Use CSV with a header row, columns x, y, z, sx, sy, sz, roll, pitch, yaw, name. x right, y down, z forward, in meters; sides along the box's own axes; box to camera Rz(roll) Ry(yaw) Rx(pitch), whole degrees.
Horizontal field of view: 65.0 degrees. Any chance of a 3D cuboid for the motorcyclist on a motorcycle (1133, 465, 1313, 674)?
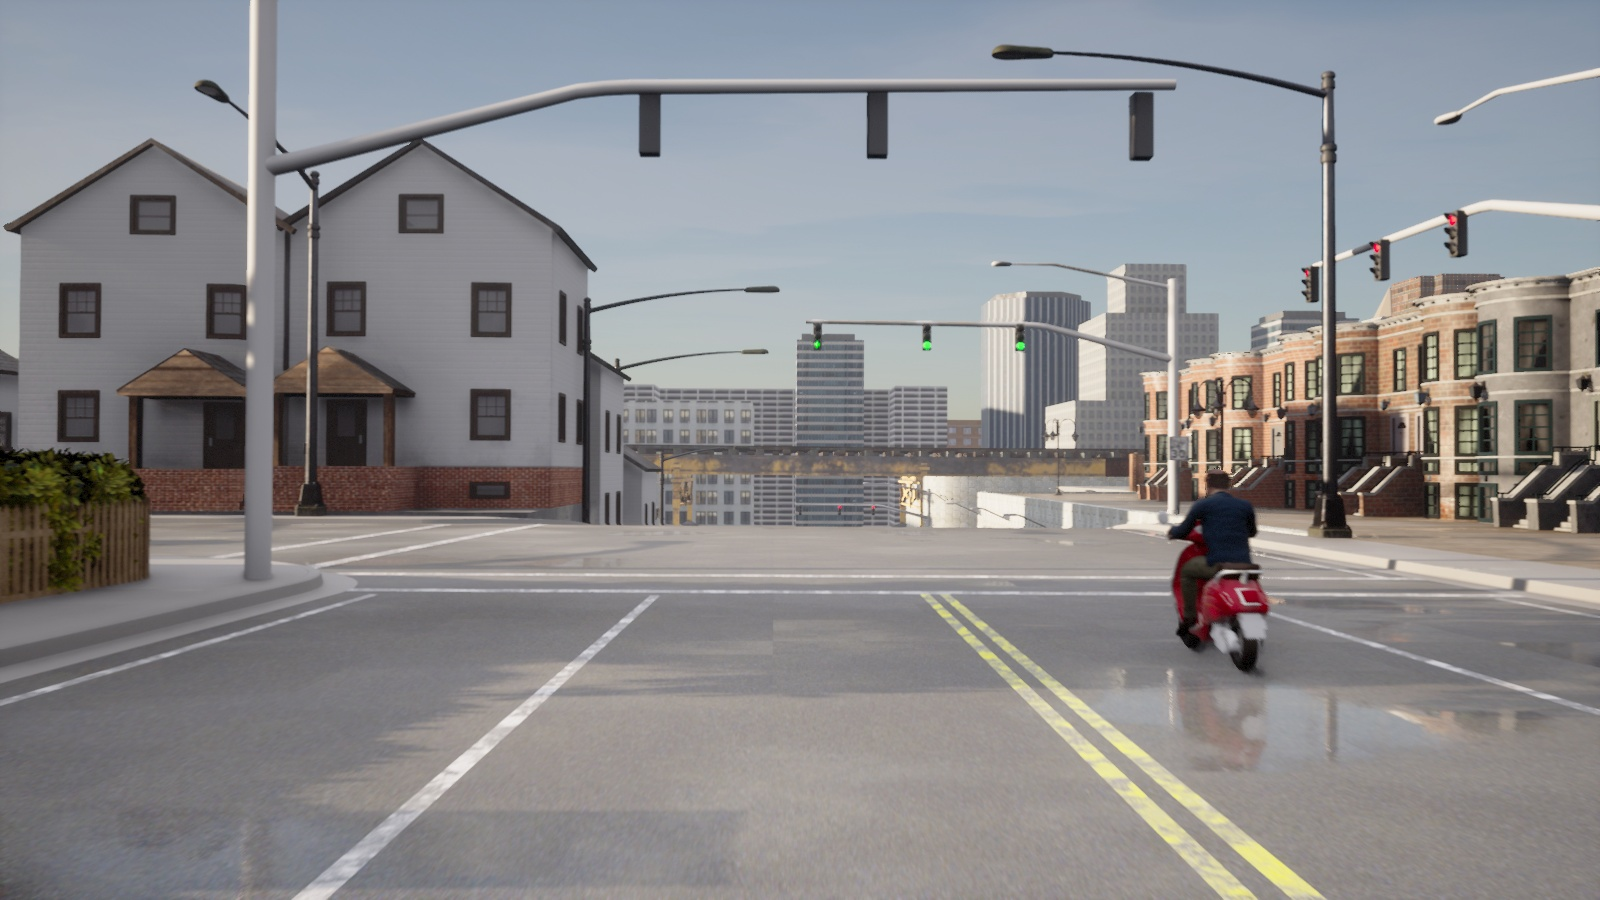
x,y,z,sx,sy,sz,roll,pitch,yaw,name
3.474,0.930,10.505,0.866,1.590,1.817,0,-1,0,motorcyclist on a motorcycle
